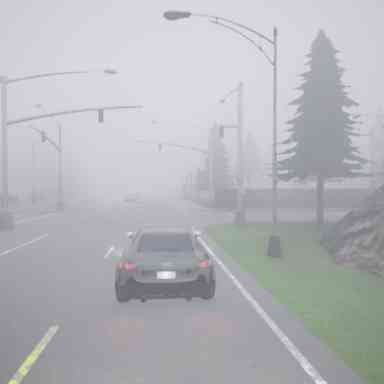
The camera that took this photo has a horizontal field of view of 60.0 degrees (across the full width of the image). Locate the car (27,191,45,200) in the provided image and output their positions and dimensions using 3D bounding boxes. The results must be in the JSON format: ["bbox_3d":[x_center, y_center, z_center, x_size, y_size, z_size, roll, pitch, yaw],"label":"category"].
[{"bbox_3d":[-26.566,0.561,56.723,1.970,1.475,3.806,0,1,-6],"label":"car"}]

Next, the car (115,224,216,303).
[{"bbox_3d":[-0.666,1.448,8.027,1.994,1.385,4.181,0,1,-6],"label":"car"}]

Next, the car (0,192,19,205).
[{"bbox_3d":[-21.792,0.777,38.486,2.007,1.523,4.514,0,1,-6],"label":"car"}]

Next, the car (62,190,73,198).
[{"bbox_3d":[-24.316,0.444,64.396,1.845,1.501,3.633,0,1,-6],"label":"car"}]

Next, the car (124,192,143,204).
[{"bbox_3d":[-8.518,0.874,47.102,2.033,1.411,5.357,0,1,-6],"label":"car"}]
